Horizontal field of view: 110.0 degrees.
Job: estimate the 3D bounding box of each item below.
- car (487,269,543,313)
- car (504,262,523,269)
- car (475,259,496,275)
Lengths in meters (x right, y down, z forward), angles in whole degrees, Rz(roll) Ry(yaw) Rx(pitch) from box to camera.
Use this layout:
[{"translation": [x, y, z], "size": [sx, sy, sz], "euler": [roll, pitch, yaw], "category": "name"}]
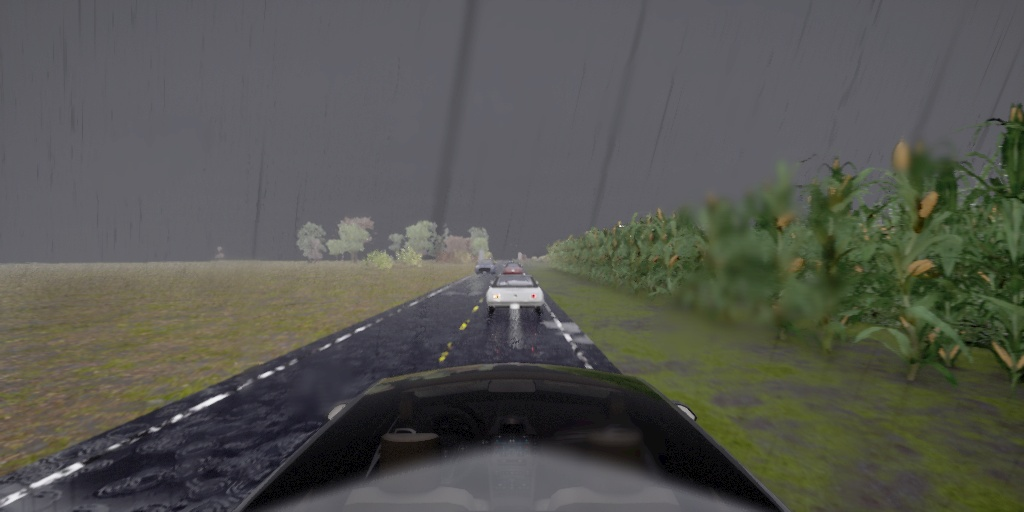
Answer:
[{"translation": [0.099, 1.354, 13.935], "size": [1.895, 1.301, 4.718], "euler": [0, 0, 0], "category": "car"}, {"translation": [0.100, 1.333, 36.074], "size": [1.994, 1.385, 4.181], "euler": [0, 0, 0], "category": "car"}, {"translation": [-2.840, 1.124, 39.415], "size": [2.097, 1.767, 4.553], "euler": [0, 0, 0], "category": "car"}]
